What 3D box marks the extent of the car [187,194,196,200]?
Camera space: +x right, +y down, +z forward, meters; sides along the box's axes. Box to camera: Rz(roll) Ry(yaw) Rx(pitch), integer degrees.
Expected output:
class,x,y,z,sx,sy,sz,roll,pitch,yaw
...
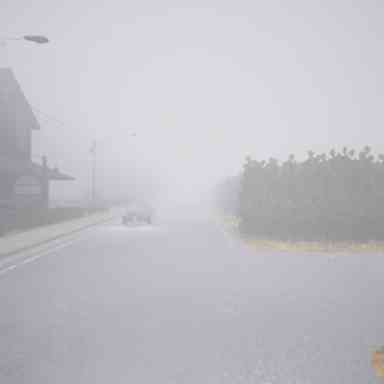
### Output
class,x,y,z,sx,sy,sz,roll,pitch,yaw
car,-0.015,1.162,78.663,1.812,1.442,4.674,0,0,0

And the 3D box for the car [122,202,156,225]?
class,x,y,z,sx,sy,sz,roll,pitch,yaw
car,-3.561,1.419,23.191,1.812,1.442,4.674,0,0,0
